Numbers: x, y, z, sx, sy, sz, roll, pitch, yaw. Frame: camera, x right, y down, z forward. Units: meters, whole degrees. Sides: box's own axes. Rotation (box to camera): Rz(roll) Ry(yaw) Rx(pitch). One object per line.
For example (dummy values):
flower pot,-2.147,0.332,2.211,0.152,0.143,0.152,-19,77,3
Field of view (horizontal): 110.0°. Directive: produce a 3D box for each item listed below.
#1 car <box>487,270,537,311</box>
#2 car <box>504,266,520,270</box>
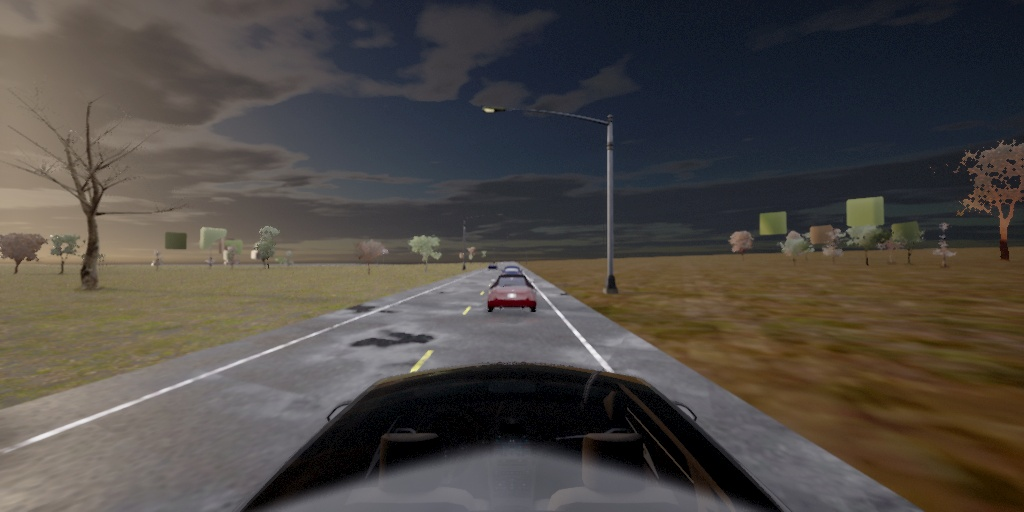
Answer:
car,0.011,1.462,15.301,1.994,1.385,4.181,0,-1,0
car,0.002,1.589,30.746,1.812,1.442,4.674,0,0,1
